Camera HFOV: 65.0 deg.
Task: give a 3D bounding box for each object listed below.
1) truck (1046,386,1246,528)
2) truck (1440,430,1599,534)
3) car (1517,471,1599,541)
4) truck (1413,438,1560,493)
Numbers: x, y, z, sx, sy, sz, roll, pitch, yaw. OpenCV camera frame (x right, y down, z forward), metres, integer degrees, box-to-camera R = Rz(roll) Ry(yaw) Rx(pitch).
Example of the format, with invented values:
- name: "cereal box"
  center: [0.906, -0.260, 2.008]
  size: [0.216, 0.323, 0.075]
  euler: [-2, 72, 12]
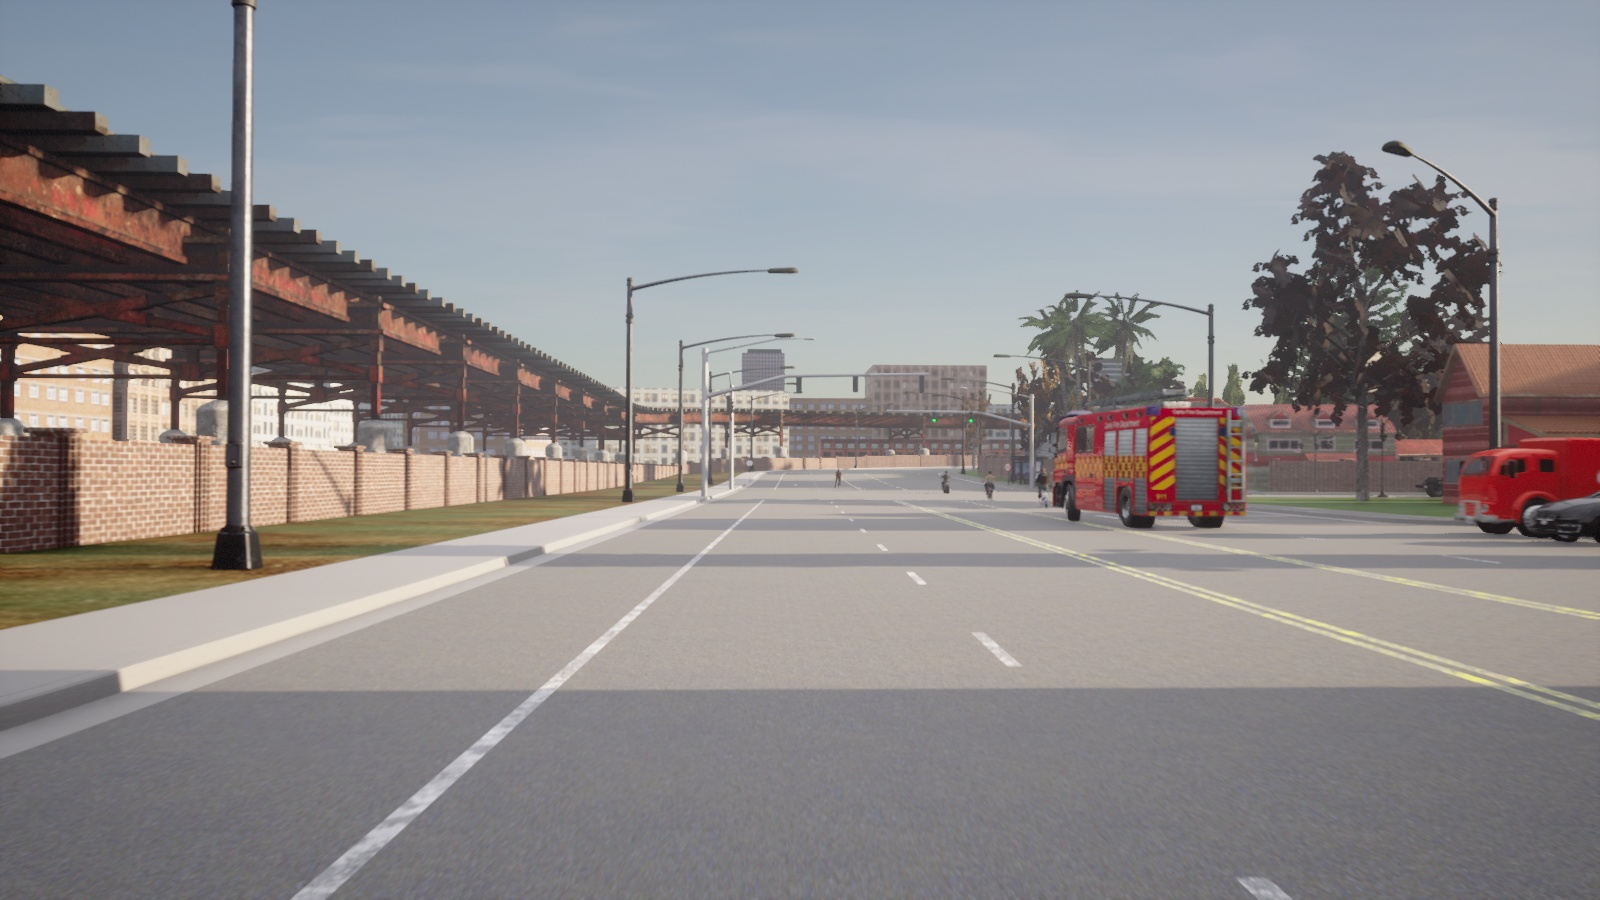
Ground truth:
- name: "truck"
  center: [10.233, 0.250, 38.310]
  size: [2.891, 3.827, 8.468]
  euler: [0, -1, -6]
- name: "truck"
  center: [19.311, 0.777, 31.437]
  size: [5.204, 2.467, 2.627]
  euler: [0, -1, 0]
- name: "car"
  center: [18.906, 1.211, 27.903]
  size: [4.892, 1.490, 1.837]
  euler: [0, -1, 0]
- name: "truck"
  center: [44.217, 1.012, 81.020]
  size: [7.936, 3.462, 2.891]
  euler: [0, -1, -2]
